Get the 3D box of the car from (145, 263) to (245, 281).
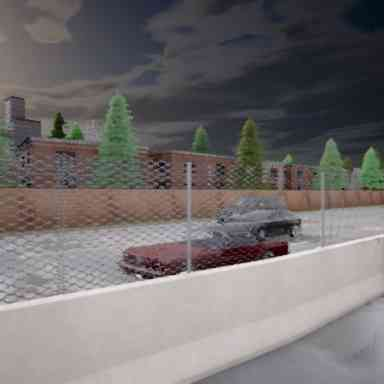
[{"bbox_3d":[0.496,1.630,8.993,4.718,1.301,1.895,0,0,-39],"label":"car"}]
